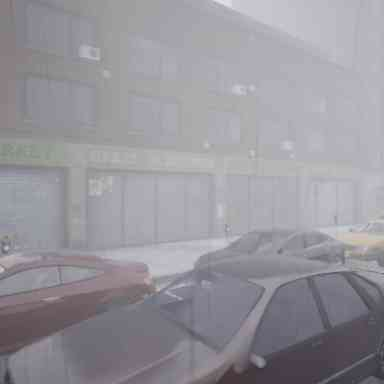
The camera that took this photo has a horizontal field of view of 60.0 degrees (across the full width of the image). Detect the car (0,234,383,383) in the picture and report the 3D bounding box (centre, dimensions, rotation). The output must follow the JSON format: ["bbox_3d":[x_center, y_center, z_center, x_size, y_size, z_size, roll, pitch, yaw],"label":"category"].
[{"bbox_3d":[0.799,1.553,3.938,5.357,1.411,2.033,0,0,-35],"label":"car"}]

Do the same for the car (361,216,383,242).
[{"bbox_3d":[6.557,1.546,11.444,4.829,1.417,1.752,0,0,-36],"label":"car"}]

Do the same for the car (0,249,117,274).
[{"bbox_3d":[-2.533,1.583,4.959,4.206,1.307,1.802,0,0,-36],"label":"car"}]

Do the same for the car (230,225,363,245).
[{"bbox_3d":[2.081,1.577,8.251,4.313,1.339,1.947,0,0,-36],"label":"car"}]
